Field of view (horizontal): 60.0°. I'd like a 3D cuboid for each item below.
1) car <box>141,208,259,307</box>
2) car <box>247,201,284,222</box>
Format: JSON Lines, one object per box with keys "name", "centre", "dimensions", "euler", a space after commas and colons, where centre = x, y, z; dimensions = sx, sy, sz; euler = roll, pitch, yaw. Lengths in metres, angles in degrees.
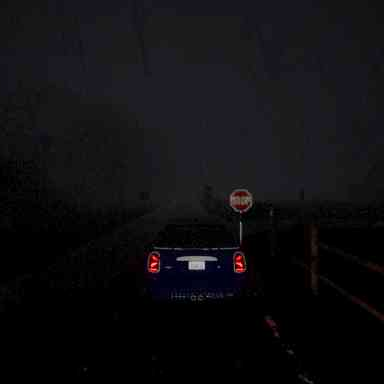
{"name": "car", "centre": [0.083, 1.352, 8.161], "dimensions": [2.097, 1.767, 4.553], "euler": [0, 0, 0]}
{"name": "car", "centre": [4.167, 1.452, 23.912], "dimensions": [5.008, 1.535, 1.882], "euler": [0, -1, -19]}
